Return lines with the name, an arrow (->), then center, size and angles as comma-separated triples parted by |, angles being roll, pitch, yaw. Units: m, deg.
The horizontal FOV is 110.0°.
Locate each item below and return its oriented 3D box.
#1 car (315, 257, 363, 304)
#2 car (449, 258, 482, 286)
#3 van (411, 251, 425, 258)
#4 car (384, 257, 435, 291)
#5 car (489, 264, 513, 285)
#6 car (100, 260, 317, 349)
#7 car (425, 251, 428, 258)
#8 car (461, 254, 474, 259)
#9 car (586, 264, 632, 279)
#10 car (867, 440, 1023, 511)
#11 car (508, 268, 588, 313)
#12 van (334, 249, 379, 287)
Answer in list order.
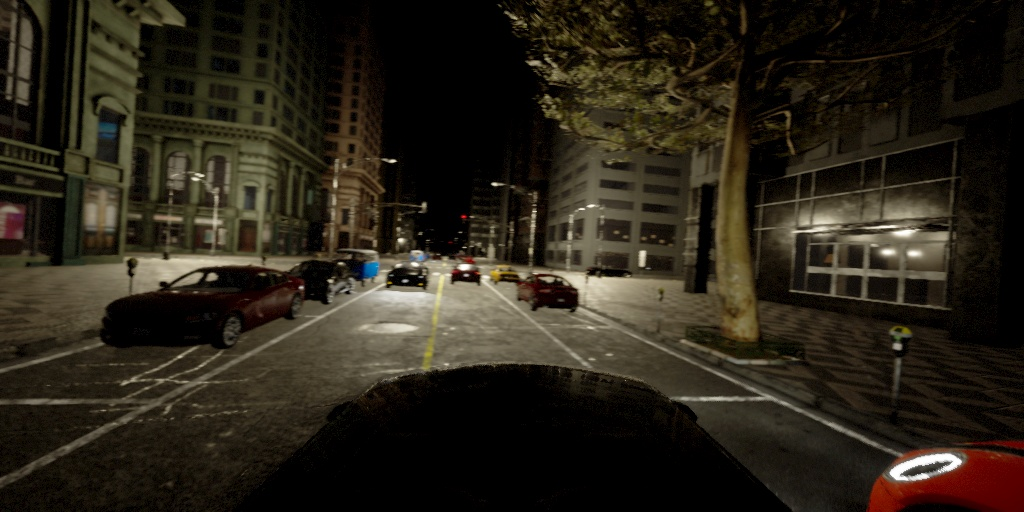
car -> -7.043, 0.837, 12.988 | 1.948, 1.339, 4.313 | 0, 0, -10
car -> -3.062, 1.112, 23.623 | 1.994, 1.385, 4.181 | 4, 0, -9
van -> -14.856, 0.110, 55.673 | 1.690, 1.789, 3.998 | 0, 0, -10
car -> -5.319, 0.955, 18.735 | 1.994, 1.385, 4.181 | 4, 0, -10
car -> -0.644, 1.243, 25.325 | 1.751, 1.417, 4.829 | 0, 0, -10
car -> -6.070, 0.881, 7.663 | 1.888, 1.381, 4.507 | 0, 0, -10
car -> -15.848, 0.253, 61.107 | 1.888, 1.381, 4.507 | 0, 0, -10
car -> -7.449, 0.829, 62.630 | 1.888, 1.381, 4.507 | 0, 0, -10
car -> 10.568, 1.671, 39.025 | 5.008, 1.535, 1.882 | 3, 0, -10
car -> 3.575, 1.345, 0.450 | 2.097, 1.767, 4.553 | 4, 0, -10
car -> 1.282, 1.387, 14.750 | 1.888, 1.381, 4.507 | 0, 0, -10
van -> -8.016, 0.548, 18.312 | 1.690, 1.789, 3.998 | 0, 0, -10
